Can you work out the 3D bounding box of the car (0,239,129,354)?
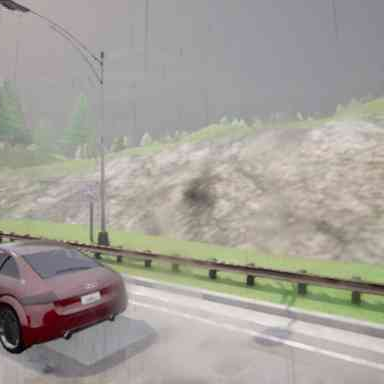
[{"bbox_3d":[-3.180,1.606,6.258,4.181,1.385,1.994,0,0,35],"label":"car"}]
